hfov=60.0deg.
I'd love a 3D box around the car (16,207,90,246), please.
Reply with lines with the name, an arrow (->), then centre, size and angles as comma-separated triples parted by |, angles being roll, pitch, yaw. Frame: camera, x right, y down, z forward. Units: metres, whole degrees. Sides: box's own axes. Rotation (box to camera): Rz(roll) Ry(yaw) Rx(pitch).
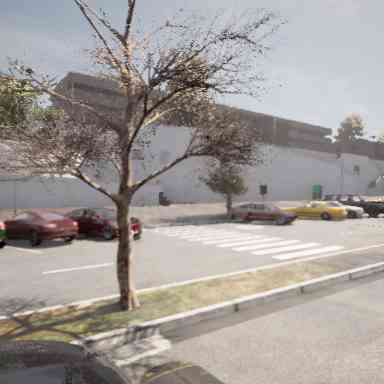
car -> -7.102, 1.532, 15.198 | 4.674, 1.452, 2.002 | -1, -1, 35

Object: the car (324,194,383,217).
car -> 14.930, 1.222, 30.874 | 5.566, 2.045, 2.435 | -1, -1, 35

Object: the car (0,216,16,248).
car -> -9.509, 1.366, 13.455 | 4.553, 1.767, 2.185 | -1, 0, 34

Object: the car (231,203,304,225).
car -> 5.147, 1.520, 23.900 | 4.792, 1.488, 2.163 | -1, -1, 34

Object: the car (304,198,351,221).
car -> 9.856, 1.486, 27.498 | 5.366, 1.575, 1.946 | -1, 0, 35

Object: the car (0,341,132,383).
car -> -2.485, 1.503, 1.359 | 4.892, 1.490, 1.837 | 0, 0, -35

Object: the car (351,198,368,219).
car -> 12.456, 1.520, 29.145 | 4.674, 1.452, 2.002 | -1, -1, 34

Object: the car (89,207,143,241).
car -> -4.631, 1.521, 16.933 | 4.792, 1.488, 2.163 | -1, -1, 34
